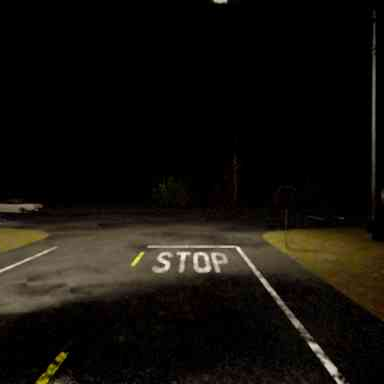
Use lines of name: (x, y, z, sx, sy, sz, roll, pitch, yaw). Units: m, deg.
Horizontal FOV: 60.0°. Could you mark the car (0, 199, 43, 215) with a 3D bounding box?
car: (-16.019, 1.298, 29.577, 4.718, 1.301, 1.895, 0, 1, -2)
